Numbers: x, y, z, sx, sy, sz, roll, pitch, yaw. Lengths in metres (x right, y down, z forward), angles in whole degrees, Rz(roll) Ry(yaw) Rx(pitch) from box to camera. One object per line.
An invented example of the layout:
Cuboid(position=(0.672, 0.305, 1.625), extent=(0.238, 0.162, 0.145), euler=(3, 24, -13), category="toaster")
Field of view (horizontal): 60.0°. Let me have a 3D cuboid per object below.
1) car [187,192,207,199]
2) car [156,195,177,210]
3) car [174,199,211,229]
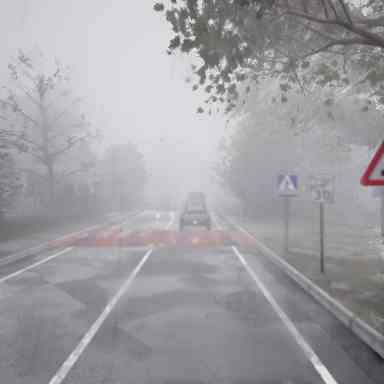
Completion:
Cuboid(position=(0.576, 0.983, 38.948), extent=(2.150, 2.045, 5.566), euler=(0, 0, 3), category="car")
Cuboid(position=(-2.871, 1.131, 38.192), extent=(2.097, 1.767, 4.553), euler=(0, 1, 2), category="car")
Cuboid(position=(0.191, 1.468, 21.183), extent=(2.128, 1.511, 4.902), euler=(0, 1, 0), category="car")
